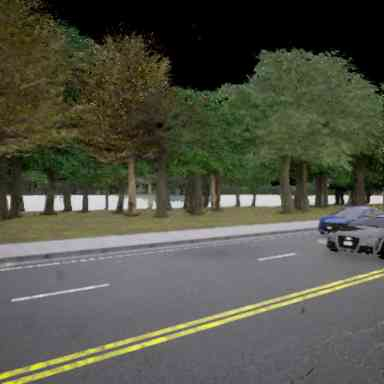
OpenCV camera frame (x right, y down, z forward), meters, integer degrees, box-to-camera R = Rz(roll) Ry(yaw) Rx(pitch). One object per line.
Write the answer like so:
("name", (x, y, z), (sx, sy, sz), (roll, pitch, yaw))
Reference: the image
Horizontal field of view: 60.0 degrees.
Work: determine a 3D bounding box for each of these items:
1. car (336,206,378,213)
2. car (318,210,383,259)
("car", (8.888, 1.542, 18.040), (5.008, 1.535, 1.882), (0, 0, -36))
("car", (7.033, 1.609, 12.710), (4.181, 1.385, 1.994), (0, 0, -36))
